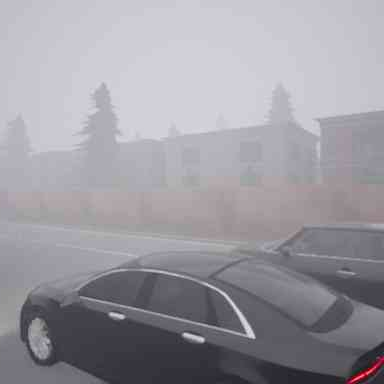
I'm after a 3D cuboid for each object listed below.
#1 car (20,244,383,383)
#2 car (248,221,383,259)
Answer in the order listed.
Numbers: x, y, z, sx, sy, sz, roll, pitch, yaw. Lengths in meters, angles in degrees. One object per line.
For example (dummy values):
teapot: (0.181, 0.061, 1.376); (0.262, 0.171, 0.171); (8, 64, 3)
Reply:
car: (-0.250, 1.510, 4.172); (4.892, 1.490, 1.837); (0, 0, 36)
car: (2.596, 1.355, 6.439); (4.553, 1.767, 2.097); (0, 0, 36)
